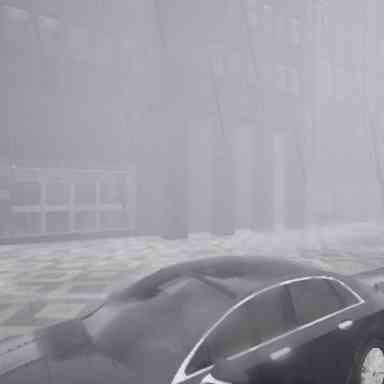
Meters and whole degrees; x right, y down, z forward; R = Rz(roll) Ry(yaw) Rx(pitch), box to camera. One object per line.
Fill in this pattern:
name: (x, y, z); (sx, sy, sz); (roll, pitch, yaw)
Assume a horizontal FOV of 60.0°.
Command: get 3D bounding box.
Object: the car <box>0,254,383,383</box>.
car: (0.260, 1.522, 3.439); (4.892, 1.490, 1.837); (1, 0, -35)
